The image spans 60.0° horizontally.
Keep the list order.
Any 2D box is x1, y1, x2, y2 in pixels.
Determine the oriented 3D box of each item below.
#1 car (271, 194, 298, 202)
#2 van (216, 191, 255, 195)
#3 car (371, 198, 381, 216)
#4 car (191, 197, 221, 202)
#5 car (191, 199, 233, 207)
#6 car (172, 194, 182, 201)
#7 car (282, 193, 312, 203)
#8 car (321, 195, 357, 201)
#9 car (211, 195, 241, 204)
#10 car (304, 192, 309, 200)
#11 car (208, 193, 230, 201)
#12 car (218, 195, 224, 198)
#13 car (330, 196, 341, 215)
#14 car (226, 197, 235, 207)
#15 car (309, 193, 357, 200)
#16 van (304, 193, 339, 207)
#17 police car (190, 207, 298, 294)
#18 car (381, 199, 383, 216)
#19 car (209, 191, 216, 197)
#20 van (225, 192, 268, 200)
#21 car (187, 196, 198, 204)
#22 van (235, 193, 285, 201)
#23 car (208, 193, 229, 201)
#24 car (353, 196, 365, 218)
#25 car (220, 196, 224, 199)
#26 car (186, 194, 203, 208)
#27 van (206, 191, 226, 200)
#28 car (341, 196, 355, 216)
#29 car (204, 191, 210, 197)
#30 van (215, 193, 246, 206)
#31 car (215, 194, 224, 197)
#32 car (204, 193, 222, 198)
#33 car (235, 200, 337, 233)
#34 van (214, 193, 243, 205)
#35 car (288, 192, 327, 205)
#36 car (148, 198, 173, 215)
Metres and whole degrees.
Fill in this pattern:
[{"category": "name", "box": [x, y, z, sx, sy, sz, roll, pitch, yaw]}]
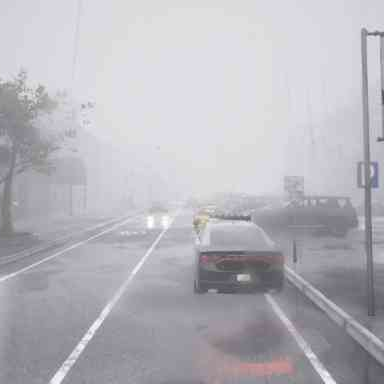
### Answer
[{"category": "car", "box": [18.879, 1.189, 68.338, 4.892, 1.521, 2.231, 0, 1, 0]}, {"category": "van", "box": [5.899, 1.164, 45.548, 4.442, 1.987, 1.878, 0, 0, 0]}, {"category": "car", "box": [18.848, 1.462, 29.471, 4.892, 1.521, 2.231, 0, 0, 0]}, {"category": "car", "box": [1.022, 1.424, 25.015, 1.801, 1.575, 5.366, 0, 0, 0]}, {"category": "car", "box": [1.010, 1.438, 19.008, 1.801, 1.575, 5.366, 0, 0, 0]}, {"category": "car", "box": [-3.120, 1.189, 69.740, 2.128, 1.511, 4.902, 0, 1, 0]}, {"category": "car", "box": [18.900, 1.136, 60.011, 4.553, 1.767, 2.185, 0, 1, 0]}, {"category": "car", "box": [18.888, 1.452, 40.581, 4.792, 1.488, 2.163, 0, 0, 0]}, {"category": "car", "box": [5.781, 1.291, 56.761, 4.892, 1.521, 2.231, 0, 1, 0]}, {"category": "car", "box": [18.891, 1.134, 46.130, 5.566, 2.045, 2.435, 0, 1, 0]}, {"category": "car", "box": [5.763, 1.040, 70.775, 4.553, 1.767, 2.185, 0, 1, 0]}, {"category": "car", "box": [5.777, 1.466, 39.939, 4.674, 1.452, 2.002, 0, 0, 0]}, {"category": "car", "box": [18.828, 1.469, 37.798, 4.792, 1.488, 2.163, 0, 0, 0]}, {"category": "car", "box": [5.768, 1.461, 28.719, 5.008, 1.535, 2.097, 0, 0, 0]}, {"category": "car", "box": [18.832, 1.154, 43.354, 5.566, 2.045, 2.435, 0, 0, 0]}, {"category": "van", "box": [18.980, 1.135, 48.907, 4.442, 1.987, 1.878, 0, 1, 0]}, {"category": "police car", "box": [0.992, 1.422, 8.915, 1.930, 1.638, 5.238, 0, 0, 0]}, {"category": "car", "box": [18.824, 1.212, 26.696, 5.566, 2.045, 2.435, 0, 0, 0]}, {"category": "car", "box": [5.755, 1.114, 48.348, 5.566, 2.045, 2.435, 0, 1, 0]}, {"category": "van", "box": [5.659, 1.231, 31.526, 4.442, 1.987, 1.878, 0, 0, 0]}, {"category": "car", "box": [0.109, 1.355, 58.663, 1.994, 1.385, 4.181, 0, 0, 0]}, {"category": "van", "box": [5.889, 1.238, 25.915, 4.442, 1.987, 1.878, 0, 0, 0]}, {"category": "car", "box": [5.765, 1.015, 73.579, 4.553, 1.767, 2.185, 0, 1, 0]}, {"category": "car", "box": [18.850, 1.455, 32.248, 5.008, 1.535, 2.097, 0, 0, 0]}, {"category": "car", "box": [5.807, 1.470, 37.131, 4.792, 1.488, 2.163, 0, 0, 0]}, {"category": "car", "box": [0.097, 1.429, 45.245, 2.033, 1.411, 5.357, 0, 0, 0]}, {"category": "van", "box": [5.682, 0.865, 79.184, 4.442, 1.987, 1.878, 0, 1, 0]}, {"category": "car", "box": [19.041, 1.445, 35.026, 5.366, 1.575, 1.946, 0, 0, 0]}, {"category": "car", "box": [5.763, 0.964, 65.168, 5.566, 2.045, 2.435, 0, 1, 0]}, {"category": "van", "box": [5.901, 1.114, 51.152, 4.442, 1.987, 1.878, 0, 1, 0]}, {"category": "car", "box": [5.787, 1.409, 42.742, 4.892, 1.521, 2.231, 0, 0, 0]}, {"category": "car", "box": [5.835, 0.995, 93.202, 4.792, 1.488, 2.163, 0, 1, 0]}, {"category": "car", "box": [5.584, 1.466, 20.309, 5.366, 1.575, 1.946, 0, 0, 0]}, {"category": "van", "box": [5.903, 1.089, 53.955, 4.442, 1.987, 1.878, 0, 1, 0]}, {"category": "car", "box": [18.895, 1.060, 54.457, 5.566, 2.045, 2.435, 0, 1, 0]}, {"category": "car", "box": [-3.287, 1.540, 33.646, 1.895, 1.301, 4.718, 0, 0, 0]}]
